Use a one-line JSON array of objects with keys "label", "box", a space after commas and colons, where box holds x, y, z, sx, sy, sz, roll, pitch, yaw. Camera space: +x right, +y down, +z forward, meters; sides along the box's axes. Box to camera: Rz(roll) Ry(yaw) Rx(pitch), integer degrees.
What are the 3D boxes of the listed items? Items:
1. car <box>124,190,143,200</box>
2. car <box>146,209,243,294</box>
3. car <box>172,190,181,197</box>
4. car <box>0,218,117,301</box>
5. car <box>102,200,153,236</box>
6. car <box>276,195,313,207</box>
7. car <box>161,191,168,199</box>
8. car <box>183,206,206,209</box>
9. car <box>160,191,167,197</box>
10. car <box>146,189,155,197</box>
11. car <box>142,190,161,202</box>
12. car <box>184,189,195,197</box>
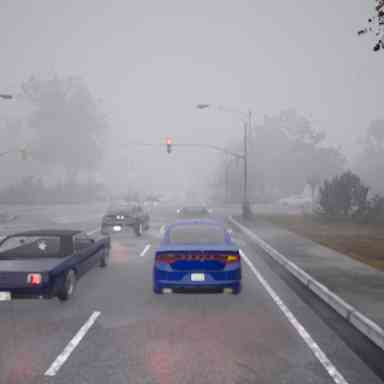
[{"label": "car", "box": [-10.508, 0.665, 58.653, 2.150, 2.045, 5.566, 0, 1, 0]}, {"label": "car", "box": [0.111, 1.432, 8.728, 1.882, 1.535, 5.008, 0, 0, 0]}, {"label": "car", "box": [-3.871, 0.604, 85.463, 2.033, 1.411, 5.357, 0, 1, -4]}, {"label": "car", "box": [-3.390, 1.560, 8.180, 1.895, 1.301, 4.718, 0, 0, 0]}, {"label": "car", "box": [-3.380, 1.375, 17.431, 1.837, 1.490, 4.892, 0, 1, 0]}, {"label": "car", "box": [13.270, 1.134, 42.963, 4.674, 1.442, 1.812, -1, 1, -3]}, {"label": "car", "box": [-6.998, 0.816, 73.173, 1.994, 1.385, 4.181, 0, 1, 0]}, {"label": "car", "box": [0.120, 1.431, 17.709, 1.994, 1.385, 4.181, 0, 1, 0]}, {"label": "car", "box": [-7.550, 0.485, 88.524, 1.882, 1.535, 5.008, 0, 1, -3]}, {"label": "car", "box": [-11.081, 0.221, 88.986, 2.150, 2.045, 5.566, 0, 1, -4]}, {"label": "car", "box": [-7.012, 0.927, 58.274, 1.882, 1.535, 5.008, 0, 1, 0]}, {"label": "car", "box": [-0.375, 0.286, 85.599, 2.150, 2.045, 5.566, 0, 1, -4]}]
